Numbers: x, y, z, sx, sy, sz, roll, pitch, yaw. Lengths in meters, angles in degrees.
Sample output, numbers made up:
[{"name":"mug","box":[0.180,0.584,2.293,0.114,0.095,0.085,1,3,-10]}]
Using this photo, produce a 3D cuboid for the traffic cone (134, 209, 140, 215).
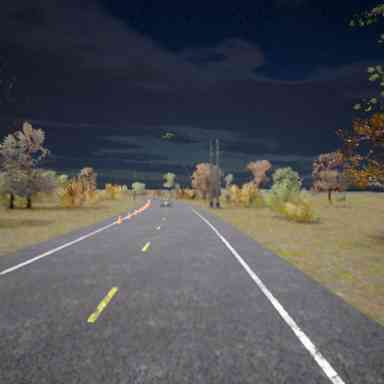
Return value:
[{"name":"traffic cone","box":[-5.914,2.082,34.958,0.340,0.580,0.340,0,0,-3]}]

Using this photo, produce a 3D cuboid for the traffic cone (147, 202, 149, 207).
[{"name":"traffic cone","box":[-6.934,2.138,49.850,0.340,0.580,0.340,0,0,-5]}]

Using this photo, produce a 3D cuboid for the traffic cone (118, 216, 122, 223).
[{"name":"traffic cone","box":[-5.428,2.046,25.019,0.340,0.580,0.340,0,0,-2]}]

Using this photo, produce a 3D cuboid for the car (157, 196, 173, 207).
[{"name":"car","box":[-4.278,1.687,54.456,2.128,1.511,4.902,0,0,-5]}]
